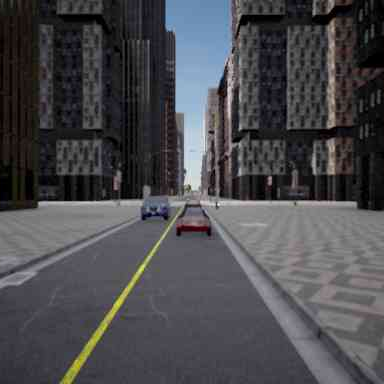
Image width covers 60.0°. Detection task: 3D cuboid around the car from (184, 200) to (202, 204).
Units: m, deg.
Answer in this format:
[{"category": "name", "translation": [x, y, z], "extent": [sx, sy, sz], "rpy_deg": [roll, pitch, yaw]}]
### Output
[{"category": "car", "translation": [0.111, 1.620, 36.827], "extent": [1.882, 1.535, 5.008], "rpy_deg": [0, 0, 0]}]

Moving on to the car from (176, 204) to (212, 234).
[{"category": "car", "translation": [0.104, 1.639, 19.604], "extent": [1.994, 1.385, 4.181], "rpy_deg": [0, 0, 0]}]

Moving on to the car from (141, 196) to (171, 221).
[{"category": "car", "translation": [-3.010, 1.337, 28.816], "extent": [2.150, 2.045, 5.566], "rpy_deg": [0, -1, 0]}]
